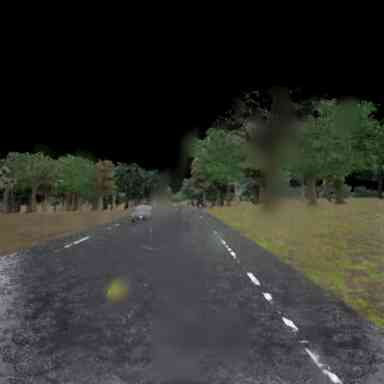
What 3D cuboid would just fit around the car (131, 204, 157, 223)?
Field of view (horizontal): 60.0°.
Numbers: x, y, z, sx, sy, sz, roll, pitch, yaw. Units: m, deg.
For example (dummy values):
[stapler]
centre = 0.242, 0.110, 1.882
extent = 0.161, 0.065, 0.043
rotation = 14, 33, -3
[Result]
[car]
centre = -4.157, 1.852, 29.204
extent = 1.837, 1.490, 4.892
rotation = 0, -1, -1
